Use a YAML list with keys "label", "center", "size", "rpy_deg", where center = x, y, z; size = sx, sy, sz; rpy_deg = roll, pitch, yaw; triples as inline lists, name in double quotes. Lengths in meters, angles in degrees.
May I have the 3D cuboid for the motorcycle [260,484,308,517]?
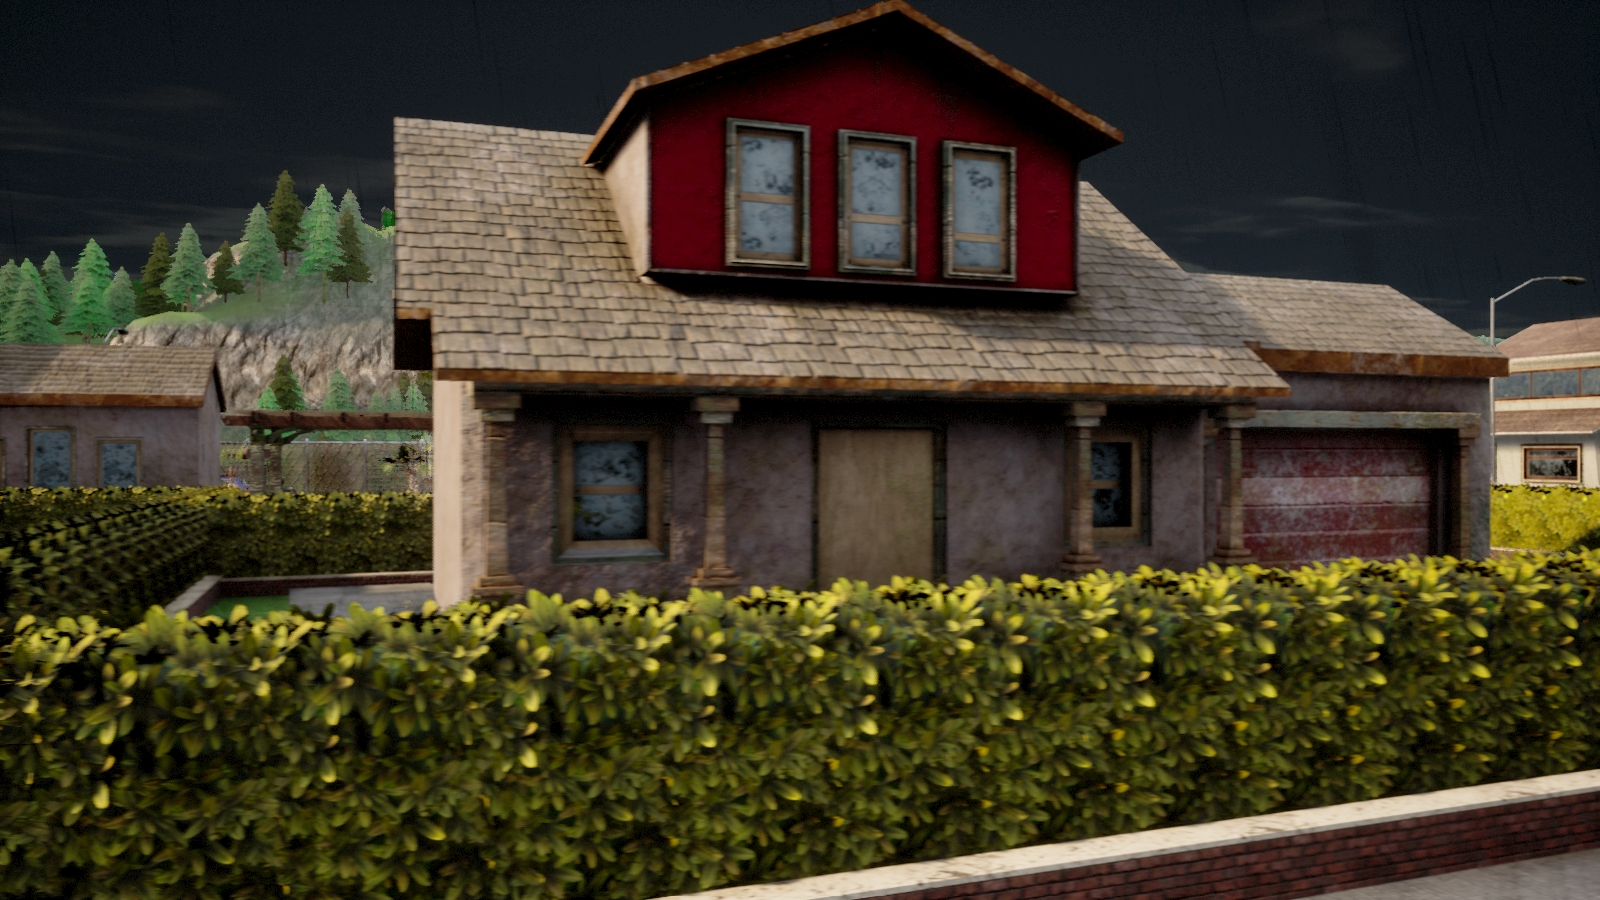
- label: "motorcycle"
  center: [-21.935, 2.142, 48.573]
  size: [1.805, 1.316, 0.856]
  rpy_deg: [0, 0, -20]
